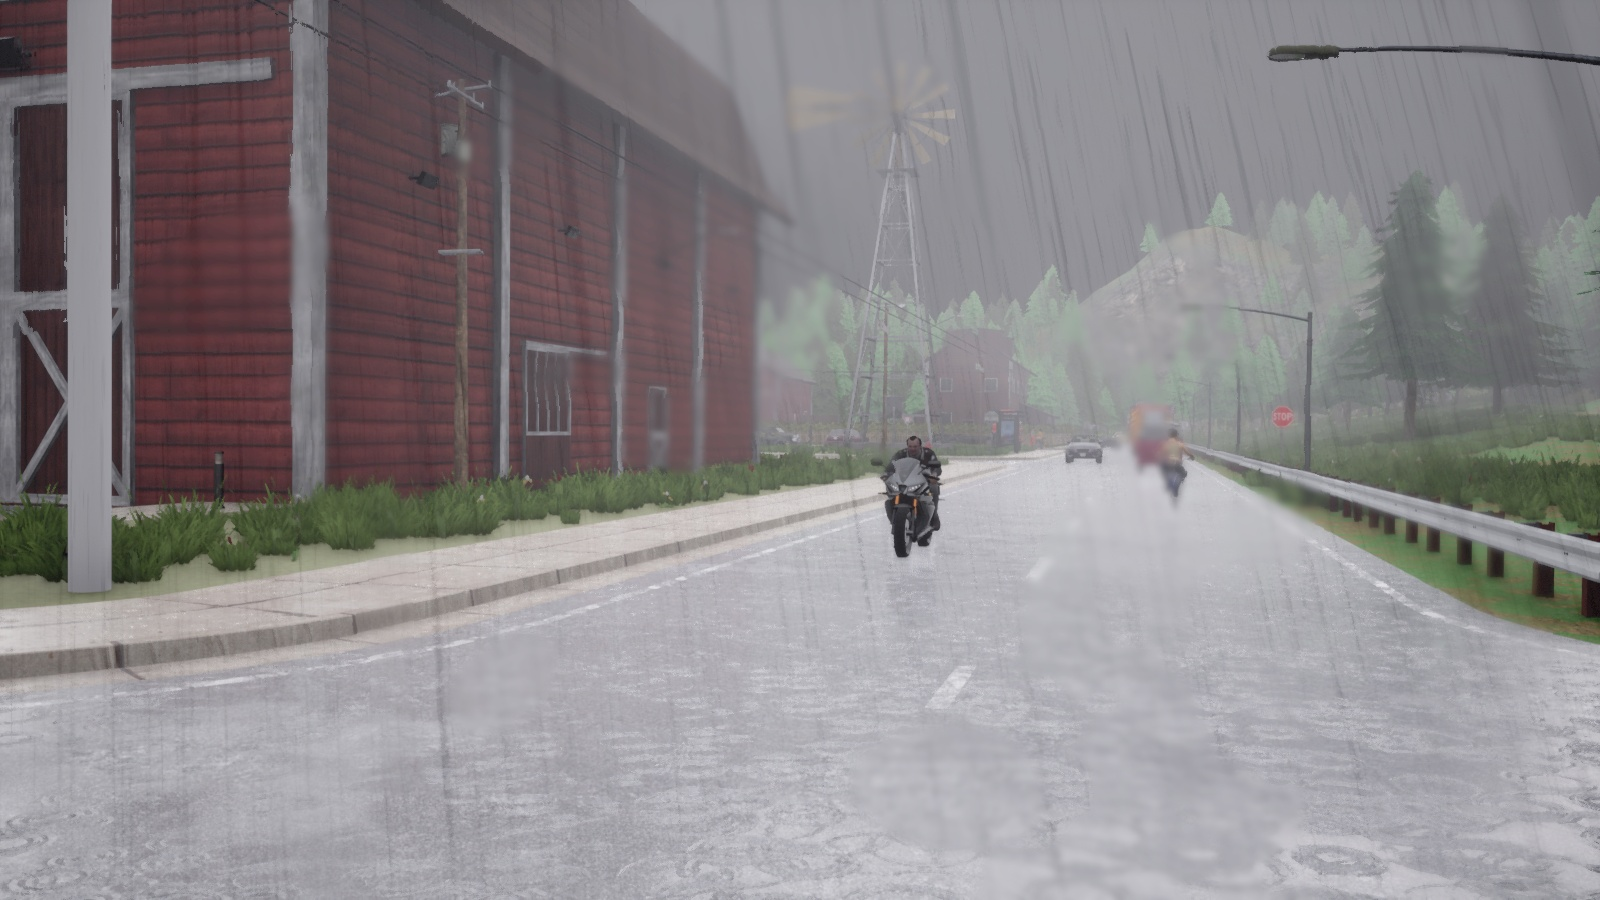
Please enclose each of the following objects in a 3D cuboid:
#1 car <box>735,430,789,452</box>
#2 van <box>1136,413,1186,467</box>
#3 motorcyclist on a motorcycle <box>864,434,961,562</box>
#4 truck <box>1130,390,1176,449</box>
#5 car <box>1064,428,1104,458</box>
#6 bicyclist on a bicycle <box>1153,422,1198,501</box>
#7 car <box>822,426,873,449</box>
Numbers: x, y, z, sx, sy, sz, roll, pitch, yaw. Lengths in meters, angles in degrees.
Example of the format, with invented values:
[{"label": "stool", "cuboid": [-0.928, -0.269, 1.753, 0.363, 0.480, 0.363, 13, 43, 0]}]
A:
[{"label": "car", "cuboid": [-2.809, -0.673, 92.093, 3.705, 1.549, 1.789, -1, 1, -9]}, {"label": "van", "cuboid": [14.122, -0.410, 49.254, 1.775, 1.987, 4.442, 0, 1, 15]}, {"label": "motorcyclist on a motorcycle", "cuboid": [1.500, 0.563, 16.290, 0.866, 1.530, 2.191, 0, 1, 15]}, {"label": "truck", "cuboid": [24.342, -2.061, 86.724, 2.891, 3.827, 8.468, 0, 1, 15]}, {"label": "car", "cuboid": [14.434, -0.387, 63.681, 1.816, 1.474, 4.193, 0, 1, 15]}, {"label": "bicyclist on a bicycle", "cuboid": [7.864, 0.223, 26.338, 0.866, 1.612, 1.509, 0, 1, 16]}, {"label": "car", "cuboid": [3.771, -0.974, 98.127, 2.097, 1.767, 4.553, 0, 1, 29]}]
